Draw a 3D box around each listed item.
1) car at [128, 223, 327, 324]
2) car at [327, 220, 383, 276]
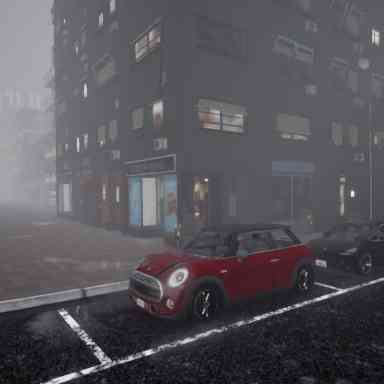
[{"bbox_3d":[0.709,1.439,7.063,4.097,1.590,1.967,0,-1,-35],"label":"car"},{"bbox_3d":[5.280,1.563,10.300,4.313,1.339,1.947,0,-1,-35],"label":"car"}]
